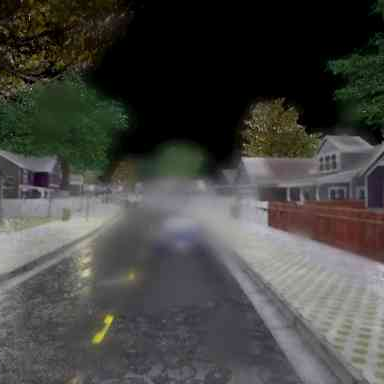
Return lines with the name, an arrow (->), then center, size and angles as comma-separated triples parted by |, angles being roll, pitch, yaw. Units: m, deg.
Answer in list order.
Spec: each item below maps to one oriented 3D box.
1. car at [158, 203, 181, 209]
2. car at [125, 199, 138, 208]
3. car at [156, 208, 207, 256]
car -> -1.920, 1.686, 28.310 | 1.812, 1.442, 4.674 | 0, 0, -7
car -> -10.283, 1.861, 56.660 | 1.812, 1.442, 4.674 | 0, -1, -14
car -> -0.470, 1.600, 13.328 | 1.812, 1.442, 4.674 | 0, 0, -3
